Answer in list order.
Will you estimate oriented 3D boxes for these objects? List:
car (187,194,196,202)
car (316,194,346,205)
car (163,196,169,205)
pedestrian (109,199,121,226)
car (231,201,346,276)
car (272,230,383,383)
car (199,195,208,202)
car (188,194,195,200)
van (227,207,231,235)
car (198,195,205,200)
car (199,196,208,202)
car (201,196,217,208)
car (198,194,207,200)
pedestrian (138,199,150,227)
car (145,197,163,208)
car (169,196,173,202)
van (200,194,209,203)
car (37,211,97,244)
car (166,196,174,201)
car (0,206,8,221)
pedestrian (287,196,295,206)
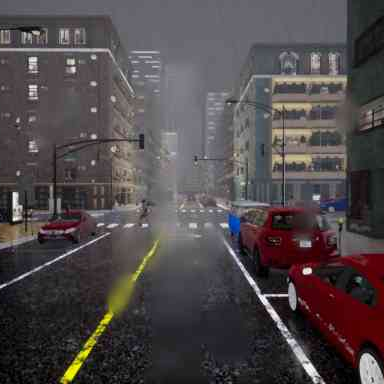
[{"bbox_3d":[-0.058,1.368,77.574,2.097,1.767,4.553,0,0,0],"label":"car"},{"bbox_3d":[14.918,1.226,32.718,5.008,1.535,1.882,-1,0,0],"label":"car"},{"bbox_3d":[-5.741,1.575,59.203,1.947,1.339,4.313,0,0,0],"label":"car"},{"bbox_3d":[-4.985,1.293,21.512,0.375,1.860,0.375,0,0,0],"label":"pedestrian"},{"bbox_3d":[2.675,1.314,10.228,2.192,1.841,5.009,0,0,0],"label":"car"},{"bbox_3d":[2.681,1.544,4.699,1.887,1.381,4.507,0,0,0],"label":"car"},{"bbox_3d":[2.645,1.572,53.673,1.947,1.339,4.313,0,0,0],"label":"car"},{"bbox_3d":[-0.064,1.339,87.609,1.882,1.535,5.008,0,0,0],"label":"car"},{"bbox_3d":[2.671,1.340,15.755,1.690,1.788,3.998,0,0,0],"label":"van"},{"bbox_3d":[2.615,1.558,92.507,1.752,1.417,4.829,-1,0,0],"label":"car"},{"bbox_3d":[2.628,1.585,75.767,1.947,1.339,4.313,0,0,0],"label":"car"},{"bbox_3d":[2.649,1.585,48.150,1.802,1.307,4.206,0,0,0],"label":"car"},{"bbox_3d":[2.636,1.557,64.720,1.887,1.381,4.507,0,0,0],"label":"car"},{"bbox_3d":[-3.028,1.292,20.941,0.375,1.860,0.375,0,0,0],"label":"pedestrian"},{"bbox_3d":[-5.732,1.569,48.156,1.947,1.339,4.313,0,0,0],"label":"car"},{"bbox_3d":[-5.753,1.564,75.773,1.887,1.381,4.507,0,0,0],"label":"car"},{"bbox_3d":[2.630,1.357,70.243,1.690,1.788,3.998,0,0,0],"label":"van"},{"bbox_3d":[-5.708,1.581,15.750,1.802,1.307,4.206,0,0,0],"label":"car"},{"bbox_3d":[-5.761,1.610,86.820,1.802,1.307,4.206,0,0,0],"label":"car"},{"bbox_3d":[-17.629,1.809,29.259,4.181,1.385,1.994,-1,0,0],"label":"car"},{"bbox_3d":[6.028,1.139,20.283,0.375,1.860,0.375,0,0,0],"label":"pedestrian"}]
